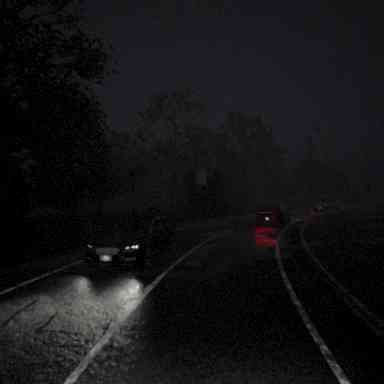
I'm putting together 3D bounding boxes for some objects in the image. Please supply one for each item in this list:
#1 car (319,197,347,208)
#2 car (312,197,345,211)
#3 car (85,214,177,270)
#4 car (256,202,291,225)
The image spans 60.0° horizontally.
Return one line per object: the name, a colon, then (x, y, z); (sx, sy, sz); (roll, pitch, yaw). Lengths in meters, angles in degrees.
car: (20.642, 1.516, 48.732); (4.181, 1.385, 1.994); (-2, -3, -41)
car: (16.093, 1.501, 39.591); (1.895, 1.301, 4.718); (-5, -2, 42)
car: (-1.856, 1.552, 11.452); (2.128, 1.511, 4.902); (-1, -1, 12)
car: (6.029, 1.530, 24.400); (1.837, 1.490, 4.892); (-2, -1, 25)
